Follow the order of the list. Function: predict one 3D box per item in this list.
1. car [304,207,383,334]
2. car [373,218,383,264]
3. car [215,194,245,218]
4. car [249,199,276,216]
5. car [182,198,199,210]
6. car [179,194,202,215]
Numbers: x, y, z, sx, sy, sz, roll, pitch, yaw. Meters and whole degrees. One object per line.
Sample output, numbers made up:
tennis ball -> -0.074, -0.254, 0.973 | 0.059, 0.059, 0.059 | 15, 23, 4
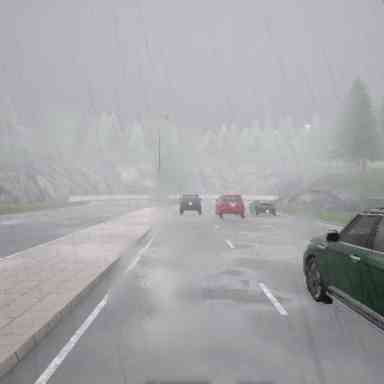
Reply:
car -> 3.558, 1.219, 5.027 | 2.150, 2.045, 5.566 | 0, 0, 0
car -> 7.033, 1.564, 8.965 | 1.994, 1.385, 4.181 | 0, 0, 0
car -> 3.396, 1.223, 30.299 | 2.150, 2.045, 5.566 | 0, 0, 0
car -> 6.880, 1.504, 32.802 | 1.837, 1.490, 4.892 | 0, 0, 0
car -> -0.186, 1.547, 44.515 | 2.033, 1.411, 5.357 | 0, 0, 0
car -> -0.134, 1.221, 34.322 | 2.150, 2.045, 5.566 | 0, 0, 0
